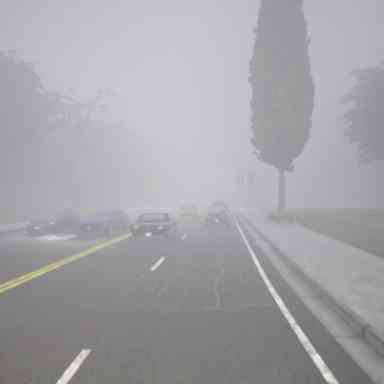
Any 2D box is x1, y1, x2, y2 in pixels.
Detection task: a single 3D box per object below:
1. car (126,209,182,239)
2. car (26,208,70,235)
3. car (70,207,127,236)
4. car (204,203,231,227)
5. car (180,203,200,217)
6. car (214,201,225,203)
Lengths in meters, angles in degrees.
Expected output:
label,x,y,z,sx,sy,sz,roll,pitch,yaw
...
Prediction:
label,x,y,z,sx,sy,sz,roll,pitch,yaw
car,-1.940,1.810,18.522,1.895,1.301,4.718,0,-1,5
car,-8.446,1.773,20.929,1.812,1.442,4.674,0,-1,5
car,-5.258,1.712,20.239,1.882,1.535,5.008,0,-1,5
car,1.926,1.812,25.094,1.812,1.442,4.674,0,-1,5
car,-0.243,1.921,36.935,1.882,1.535,5.008,0,-1,5
car,3.435,1.851,41.517,2.097,1.767,4.553,0,-1,5
